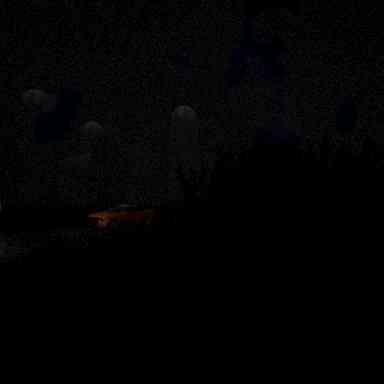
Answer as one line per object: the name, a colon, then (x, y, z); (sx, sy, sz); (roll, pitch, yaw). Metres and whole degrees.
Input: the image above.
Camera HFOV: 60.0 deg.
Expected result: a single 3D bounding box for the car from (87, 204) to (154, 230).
car: (-4.667, 1.581, 22.352); (1.882, 1.535, 5.008); (1, 0, 36)
